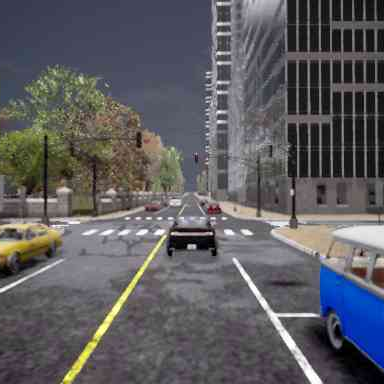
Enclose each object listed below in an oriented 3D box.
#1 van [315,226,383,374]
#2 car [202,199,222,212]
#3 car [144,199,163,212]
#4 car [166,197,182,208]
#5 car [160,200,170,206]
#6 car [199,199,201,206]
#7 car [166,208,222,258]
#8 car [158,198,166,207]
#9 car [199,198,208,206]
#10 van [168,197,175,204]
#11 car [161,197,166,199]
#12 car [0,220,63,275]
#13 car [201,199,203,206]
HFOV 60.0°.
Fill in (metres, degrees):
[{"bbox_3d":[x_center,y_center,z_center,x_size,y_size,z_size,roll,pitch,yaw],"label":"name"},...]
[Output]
[{"bbox_3d":[2.773,1.381,3.664,1.690,1.788,3.998,0,-1,0],"label":"van"},{"bbox_3d":[2.673,1.878,41.786,1.967,1.590,4.097,0,-1,0],"label":"car"},{"bbox_3d":[-5.711,2.041,47.459,1.887,1.381,4.507,0,-1,0],"label":"car"},{"bbox_3d":[-3.064,1.879,63.054,2.150,2.045,5.566,0,-1,1],"label":"car"},{"bbox_3d":[-5.723,2.311,70.188,1.802,1.307,4.206,0,-1,0],"label":"car"},{"bbox_3d":[2.659,2.295,70.189,1.947,1.339,4.313,0,-1,0],"label":"car"},{"bbox_3d":[0.017,1.635,13.493,2.128,1.511,4.902,0,0,1],"label":"car"},{"bbox_3d":[-5.714,2.107,53.141,2.008,1.369,4.403,0,-1,0],"label":"car"},{"bbox_3d":[2.656,2.224,75.871,1.967,1.590,4.097,0,-1,0],"label":"car"},{"bbox_3d":[-5.732,2.279,92.924,1.690,1.788,3.998,0,-1,0],"label":"van"},{"bbox_3d":[-5.719,1.988,64.509,2.192,1.841,5.009,0,-1,0],"label":"car"},{"bbox_3d":[-5.822,1.640,10.890,1.752,1.417,4.829,0,-1,0],"label":"car"},{"bbox_3d":[2.669,2.063,47.465,1.947,1.339,4.313,0,-1,0],"label":"car"}]
